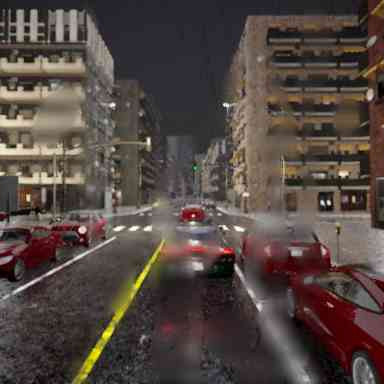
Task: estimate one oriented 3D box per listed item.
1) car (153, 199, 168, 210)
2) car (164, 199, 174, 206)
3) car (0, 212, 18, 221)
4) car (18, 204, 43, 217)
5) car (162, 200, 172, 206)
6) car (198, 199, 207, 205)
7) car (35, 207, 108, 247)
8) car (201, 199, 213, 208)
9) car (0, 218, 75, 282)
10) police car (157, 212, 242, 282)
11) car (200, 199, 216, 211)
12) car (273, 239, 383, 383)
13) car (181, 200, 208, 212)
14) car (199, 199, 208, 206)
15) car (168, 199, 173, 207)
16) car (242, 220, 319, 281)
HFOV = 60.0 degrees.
[{"bbox_3d":[-5.298,2.090,53.691,1.752,1.417,4.829,1,-1,0],"label":"car"},{"bbox_3d":[-5.294,2.347,76.543,1.887,1.381,4.507,1,-1,0],"label":"car"},{"bbox_3d":[-17.558,1.522,27.165,5.009,1.841,2.192,0,-1,0],"label":"car"},{"bbox_3d":[-17.618,1.953,35.037,4.313,1.339,1.947,0,-1,0],"label":"car"},{"bbox_3d":[-5.295,2.309,70.873,1.947,1.339,4.313,1,-1,0],"label":"car"},{"bbox_3d":[2.587,2.412,82.242,2.008,1.369,4.403,1,-1,0],"label":"car"},{"bbox_3d":[-5.311,1.607,15.651,1.967,1.590,4.097,1,-1,0],"label":"car"},{"bbox_3d":[2.585,2.065,59.561,1.967,1.590,4.097,1,-1,0],"label":"car"},{"bbox_3d":[-5.310,1.690,10.100,1.802,1.307,4.206,1,-1,0],"label":"car"},{"bbox_3d":[0.101,1.613,10.263,2.038,1.542,4.974,0,-1,0],"label":"police car"},{"bbox_3d":[2.581,2.058,48.218,2.008,1.369,4.403,1,-1,0],"label":"car"},{"bbox_3d":[2.574,1.632,4.572,1.802,1.307,4.206,1,-1,0],"label":"car"},{"bbox_3d":[0.101,1.784,29.029,1.882,1.535,5.008,0,-1,0],"label":"car"},{"bbox_3d":[2.586,2.347,76.572,1.887,1.381,4.507,1,-1,0],"label":"car"},{"bbox_3d":[-5.296,2.208,65.032,1.752,1.417,4.829,1,-1,0],"label":"car"},{"bbox_3d":[2.577,1.548,10.123,1.967,1.590,4.097,1,-1,0],"label":"car"}]
